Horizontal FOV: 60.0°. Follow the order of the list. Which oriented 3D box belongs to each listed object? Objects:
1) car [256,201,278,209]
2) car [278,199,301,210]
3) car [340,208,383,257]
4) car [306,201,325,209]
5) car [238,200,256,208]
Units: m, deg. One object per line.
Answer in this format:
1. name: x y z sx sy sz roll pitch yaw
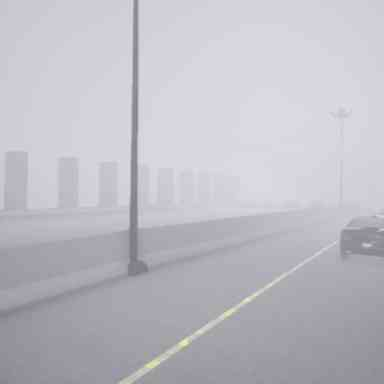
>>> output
1. car: 12.182 1.994 52.183 1.895 1.301 4.718 0 0 33
2. car: 15.084 1.914 50.265 1.837 1.490 4.892 0 0 33
3. car: 7.144 1.612 12.984 1.882 1.535 5.008 0 0 34
4. car: 18.093 1.974 48.411 2.033 1.411 5.357 0 0 33
5. car: 9.217 1.977 54.031 1.895 1.301 4.718 0 0 33
